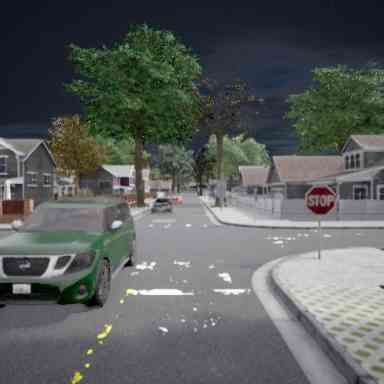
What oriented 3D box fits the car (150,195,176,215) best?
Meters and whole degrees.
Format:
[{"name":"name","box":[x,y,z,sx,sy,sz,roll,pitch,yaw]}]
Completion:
[{"name":"car","box":[-2.738,1.306,31.438,1.812,1.442,4.674,0,1,0]}]

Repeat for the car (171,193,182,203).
[{"name":"car","box":[-2.731,0.902,56.137,2.097,1.767,4.553,0,0,0]}]

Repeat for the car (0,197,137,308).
[{"name":"car","box":[-2.751,1.188,8.128,2.150,2.045,5.566,0,0,0]}]
